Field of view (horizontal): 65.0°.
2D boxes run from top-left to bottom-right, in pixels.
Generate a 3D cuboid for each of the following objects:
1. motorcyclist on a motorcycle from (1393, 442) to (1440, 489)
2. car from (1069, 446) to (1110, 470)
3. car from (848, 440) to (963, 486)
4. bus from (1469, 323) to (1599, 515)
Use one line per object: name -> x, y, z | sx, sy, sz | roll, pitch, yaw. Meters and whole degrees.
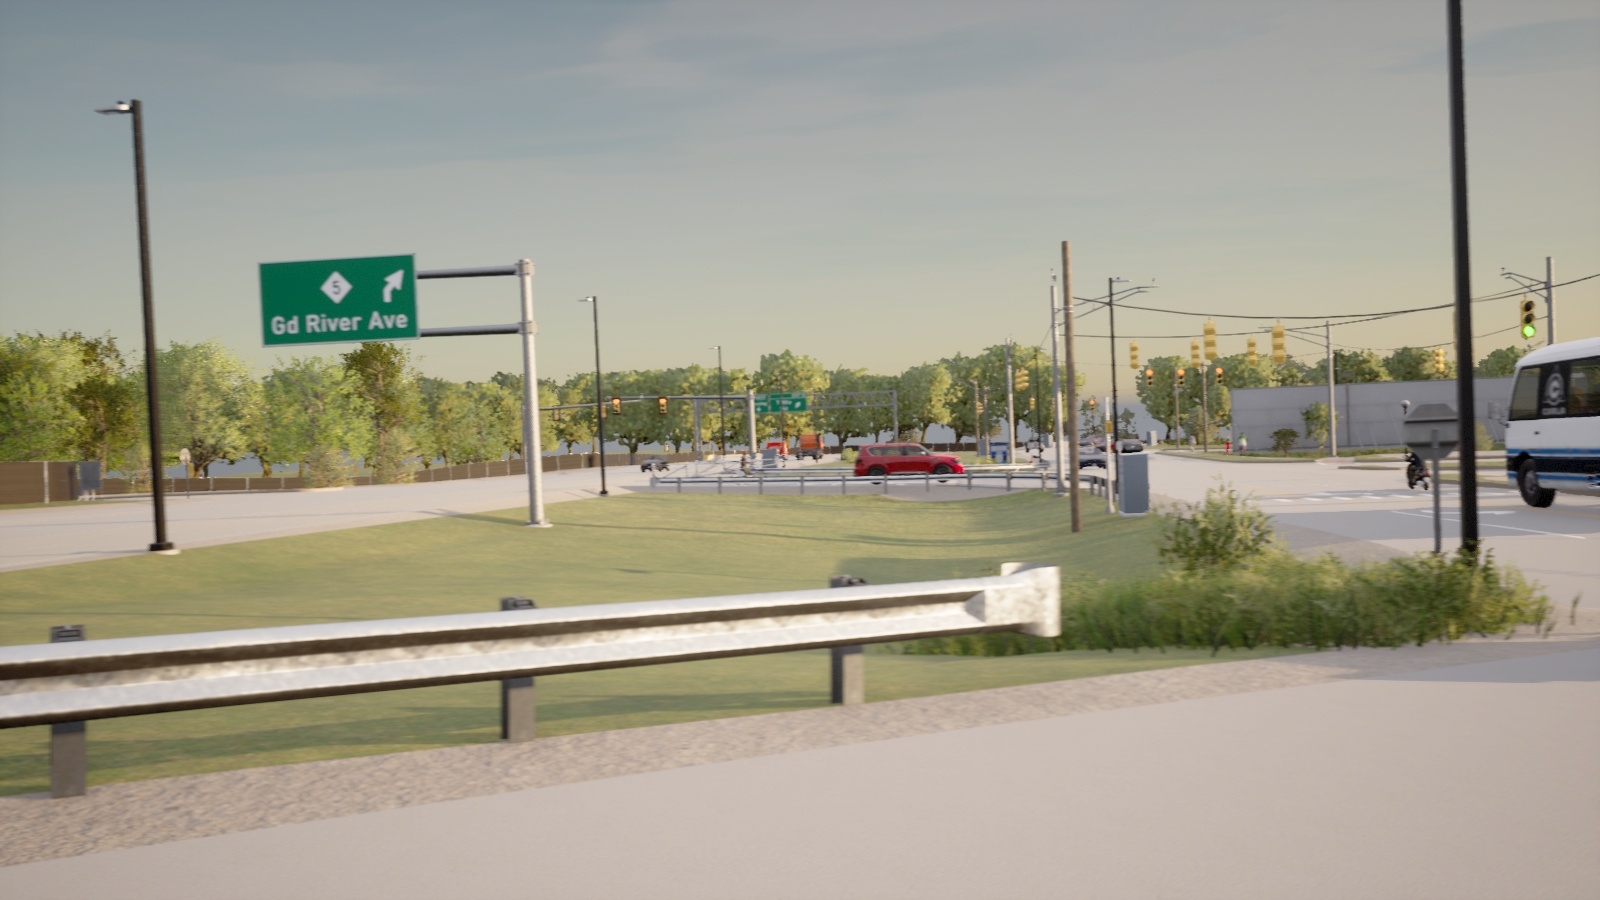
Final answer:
motorcyclist on a motorcycle -> 21.591, 0.524, 44.024 | 0.866, 1.590, 1.817 | -3, 0, 6
car -> 19.197, 0.513, 83.459 | 2.033, 1.411, 5.357 | -3, 0, 7
car -> 5.345, 0.638, 63.226 | 5.566, 2.045, 2.150 | -2, 0, 8
bus -> 19.932, -0.762, 29.359 | 3.944, 4.253, 10.273 | -3, 0, 7
